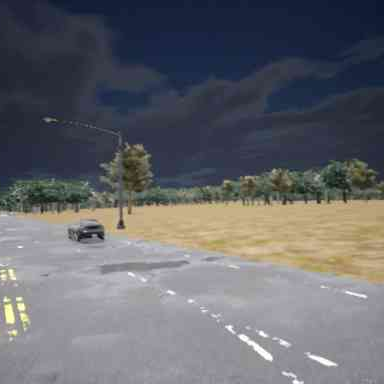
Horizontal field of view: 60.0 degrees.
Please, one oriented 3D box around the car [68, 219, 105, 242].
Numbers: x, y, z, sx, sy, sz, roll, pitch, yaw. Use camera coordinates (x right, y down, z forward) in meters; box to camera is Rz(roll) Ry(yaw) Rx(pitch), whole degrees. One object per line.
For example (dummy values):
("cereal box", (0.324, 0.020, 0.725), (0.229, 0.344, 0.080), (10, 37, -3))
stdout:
("car", (-7.697, 2.742, 24.051), (1.837, 1.490, 4.892), (0, -3, -31))
